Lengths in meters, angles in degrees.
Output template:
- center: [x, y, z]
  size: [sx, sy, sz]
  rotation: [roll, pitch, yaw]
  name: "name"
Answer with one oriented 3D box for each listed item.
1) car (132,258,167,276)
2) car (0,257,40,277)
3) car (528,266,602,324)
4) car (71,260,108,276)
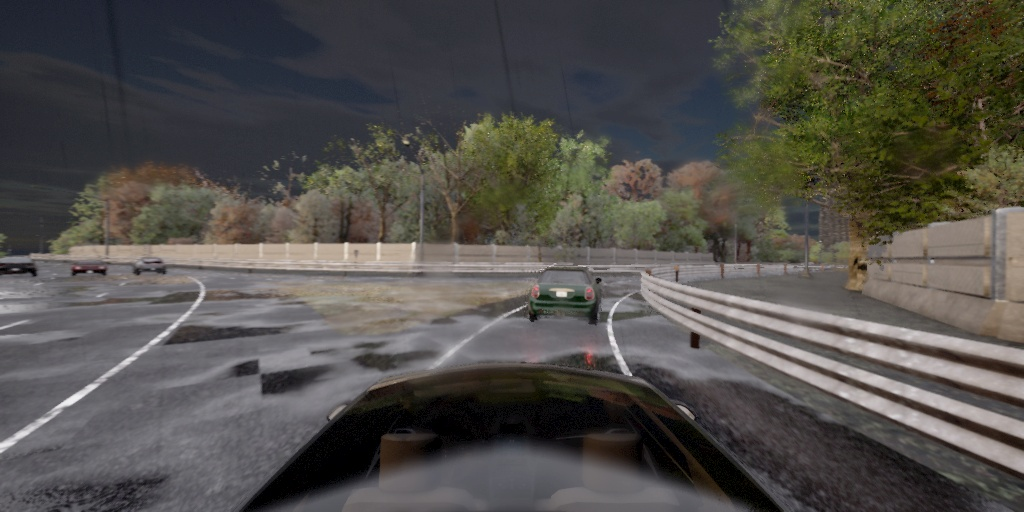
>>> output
- center: [-32.234, 0.889, 31.899]
  size: [4.902, 1.511, 2.128]
  rotation: [1, 0, 40]
  name: "car"
- center: [-37.744, 0.804, 27.374]
  size: [5.008, 1.535, 1.882]
  rotation: [1, 0, 38]
  name: "car"
- center: [1.996, 1.137, 12.463]
  size: [2.097, 1.767, 4.553]
  rotation: [1, 0, 15]
  name: "car"
- center: [-35.184, 0.960, 29.837]
  size: [4.718, 1.301, 1.895]
  rotation: [1, 0, 39]
  name: "car"
